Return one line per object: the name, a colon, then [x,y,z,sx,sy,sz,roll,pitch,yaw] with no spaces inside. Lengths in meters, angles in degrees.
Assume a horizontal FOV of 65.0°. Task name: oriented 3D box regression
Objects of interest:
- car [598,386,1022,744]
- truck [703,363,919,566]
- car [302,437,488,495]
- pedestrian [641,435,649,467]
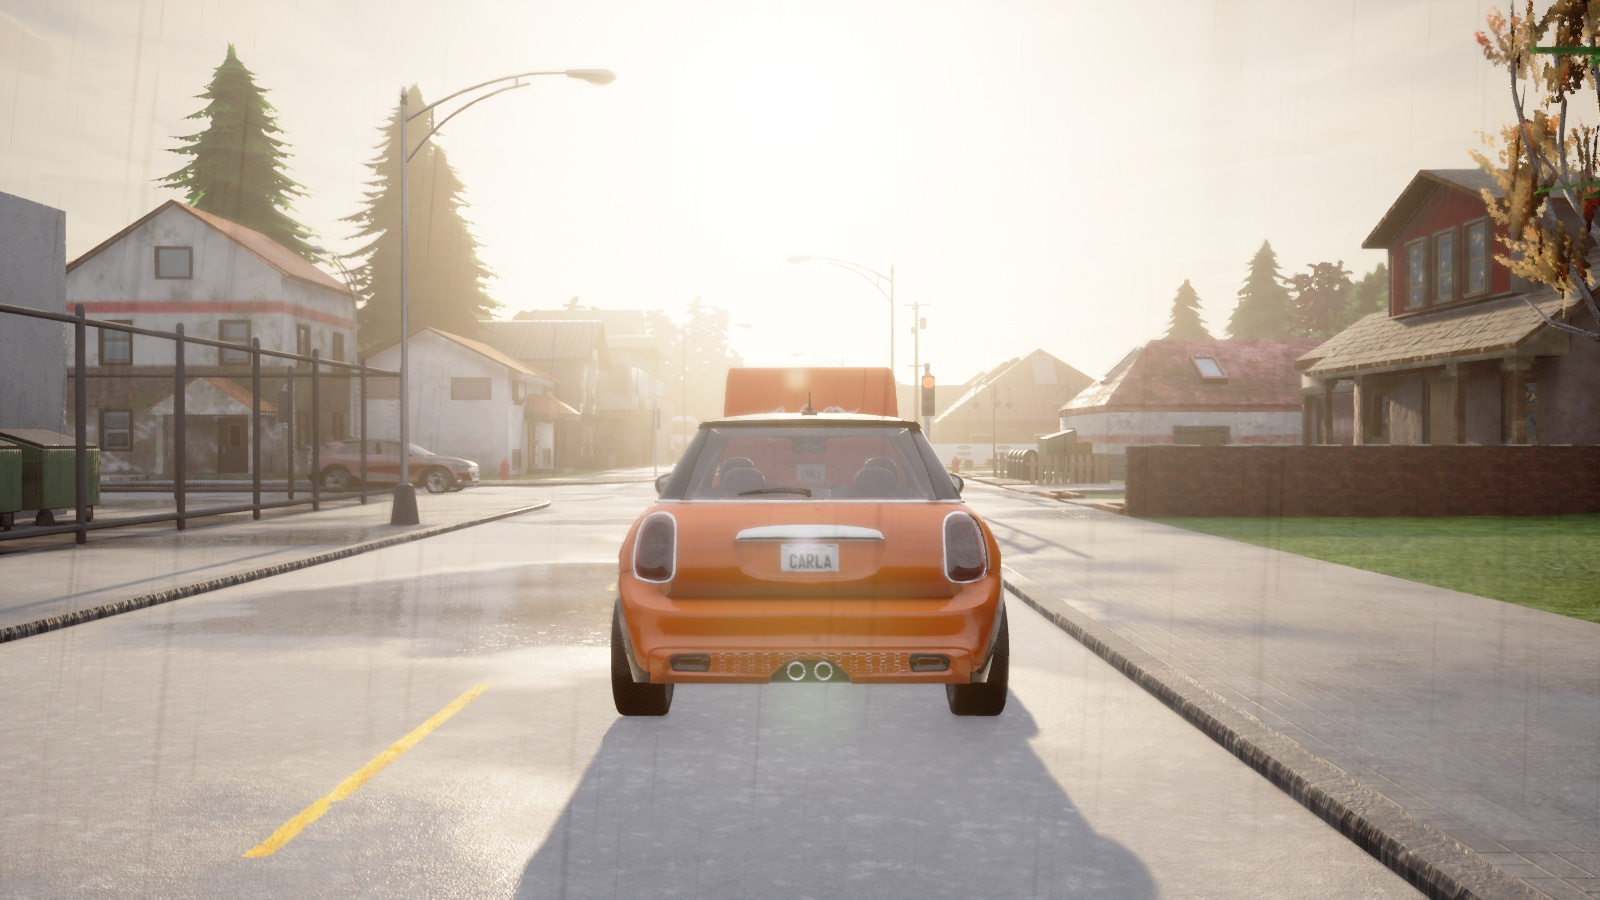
car: [0.062,0.557,8.482,2.097,1.767,4.553,0,0,0]
truck: [0.125,0.159,17.875,2.627,2.467,5.204,0,0,0]
car: [-11.919,0.457,37.181,4.856,1.649,2.033,0,0,0]
pedestrian: [-8.936,0.040,72.368,0.331,1.846,0.634,0,0,0]
